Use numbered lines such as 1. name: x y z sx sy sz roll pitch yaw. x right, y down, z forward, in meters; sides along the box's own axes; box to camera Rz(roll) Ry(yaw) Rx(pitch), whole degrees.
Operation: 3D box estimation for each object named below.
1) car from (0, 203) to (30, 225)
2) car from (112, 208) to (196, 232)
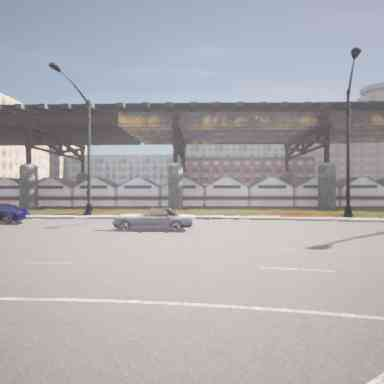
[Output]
1. car: -13.886 1.521 23.385 4.674 1.442 1.812 0 0 -1
2. car: -2.175 1.584 19.345 4.718 1.301 1.895 0 0 3
